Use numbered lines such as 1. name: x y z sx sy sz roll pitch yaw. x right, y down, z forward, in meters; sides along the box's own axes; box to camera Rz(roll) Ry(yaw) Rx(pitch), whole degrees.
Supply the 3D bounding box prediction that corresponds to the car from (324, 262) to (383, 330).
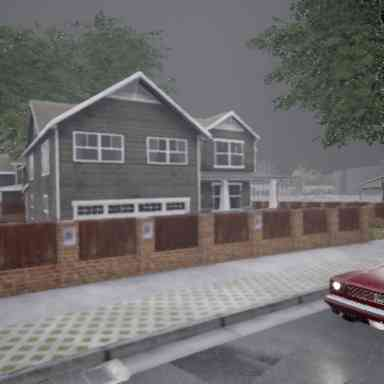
1. car: 4.539 1.590 5.914 4.718 1.301 1.895 0 0 -32
